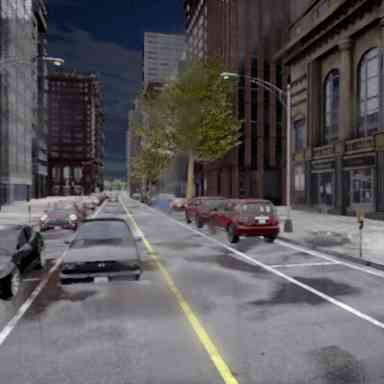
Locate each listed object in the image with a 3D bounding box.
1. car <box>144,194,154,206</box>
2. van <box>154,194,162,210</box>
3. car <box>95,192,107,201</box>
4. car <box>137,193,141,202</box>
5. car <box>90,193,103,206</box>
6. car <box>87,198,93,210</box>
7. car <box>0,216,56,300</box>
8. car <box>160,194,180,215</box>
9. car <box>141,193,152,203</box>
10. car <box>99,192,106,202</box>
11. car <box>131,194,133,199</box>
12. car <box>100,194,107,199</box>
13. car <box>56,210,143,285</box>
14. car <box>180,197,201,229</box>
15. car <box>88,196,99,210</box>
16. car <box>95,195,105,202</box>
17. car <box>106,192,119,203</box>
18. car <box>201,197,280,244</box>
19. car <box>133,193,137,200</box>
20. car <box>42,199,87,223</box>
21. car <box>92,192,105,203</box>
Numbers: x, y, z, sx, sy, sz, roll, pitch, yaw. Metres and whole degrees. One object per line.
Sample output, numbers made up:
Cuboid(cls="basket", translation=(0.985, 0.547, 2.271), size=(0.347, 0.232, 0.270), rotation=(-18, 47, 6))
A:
Cuboid(cls="car", translation=(-5.466, 1.336, 48.429), size=(1.802, 1.307, 4.206), rotation=(0, 0, -13))
Cuboid(cls="van", translation=(-2.899, 1.146, 37.445), size=(1.690, 1.788, 3.998), rotation=(0, 0, -13))
Cuboid(cls="car", translation=(-20.181, 0.984, 73.954), size=(2.192, 1.841, 5.009), rotation=(0, 0, -13))
Cuboid(cls="car", translation=(-8.030, 1.035, 59.411), size=(2.192, 1.841, 5.009), rotation=(0, 0, -13))
Cuboid(cls="car", translation=(-13.731, 1.278, 46.335), size=(1.752, 1.417, 4.829), rotation=(0, 0, -13))
Cuboid(cls="car", translation=(-8.640, 1.403, 24.536), size=(1.887, 1.381, 4.507), rotation=(0, 0, -13))
Cuboid(cls="car", translation=(-4.793, 1.511, 8.063), size=(1.947, 1.339, 4.313), rotation=(0, 0, -13))
Cuboid(cls="car", translation=(-1.617, 1.273, 31.953), size=(1.967, 1.590, 4.097), rotation=(0, 0, -13))
Cuboid(cls="car", translation=(-6.748, 1.302, 53.919), size=(1.947, 1.339, 4.313), rotation=(0, 0, -13))
Cuboid(cls="car", translation=(-15.052, 1.049, 51.989), size=(2.192, 1.841, 5.009), rotation=(0, 0, -13))
Cuboid(cls="car", translation=(-13.199, 1.181, 81.545), size=(1.752, 1.417, 4.829), rotation=(0, 0, -13))
Cuboid(cls="car", translation=(-24.028, 1.194, 90.428), size=(1.947, 1.339, 4.313), rotation=(0, 0, -13))
Cuboid(cls="car", translation=(-2.545, 1.487, 9.730), size=(2.033, 1.411, 5.357), rotation=(0, 0, -13))
Cuboid(cls="car", translation=(0.948, 1.204, 20.969), size=(2.192, 1.841, 5.009), rotation=(0, 0, -13))
Cuboid(cls="car", translation=(-11.205, 1.384, 35.519), size=(1.802, 1.307, 4.206), rotation=(0, 0, -13))
Cuboid(cls="car", translation=(-18.899, 1.250, 68.465), size=(1.947, 1.339, 4.313), rotation=(0, 0, -13))
Cuboid(cls="car", translation=(-14.018, 1.206, 59.296), size=(2.128, 1.511, 4.902), rotation=(0, 0, -13))
Cuboid(cls="car", translation=(2.230, 1.232, 15.478), size=(2.192, 1.841, 5.009), rotation=(0, 0, -13))
Cuboid(cls="car", translation=(-11.877, 1.237, 75.887), size=(1.947, 1.339, 4.313), rotation=(0, 0, -13))
Cuboid(cls="car", translation=(-7.358, 1.326, 19.044), size=(1.967, 1.590, 4.097), rotation=(0, 0, -13))
Cuboid(cls="car", translation=(-17.617, 1.016, 62.972), size=(2.192, 1.841, 5.009), rotation=(0, 0, -13))
